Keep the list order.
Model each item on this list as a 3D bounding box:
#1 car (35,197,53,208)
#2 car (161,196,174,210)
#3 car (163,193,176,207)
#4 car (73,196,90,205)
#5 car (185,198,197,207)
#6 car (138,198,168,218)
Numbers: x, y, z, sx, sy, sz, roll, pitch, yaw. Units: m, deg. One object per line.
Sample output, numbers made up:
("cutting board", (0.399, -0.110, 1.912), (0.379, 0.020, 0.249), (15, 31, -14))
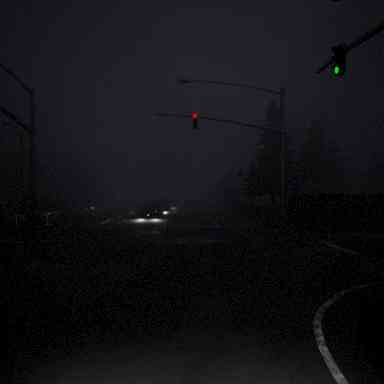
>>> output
("car", (-20.633, 1.384, 45.611), (1.970, 1.475, 3.806), (0, 0, 0))
("car", (-3.705, 1.547, 40.849), (2.033, 1.411, 5.357), (0, 0, 0))
("car", (-3.692, 1.215, 52.347), (2.150, 2.045, 5.566), (0, 1, -3))
("car", (-17.600, 1.374, 53.010), (1.845, 1.501, 3.633), (0, 0, 0))
("car", (-0.139, 1.601, 51.236), (1.895, 1.301, 4.718), (0, 0, 0))
("car", (-3.684, 1.547, 30.582), (2.033, 1.411, 5.357), (0, 0, 0))
